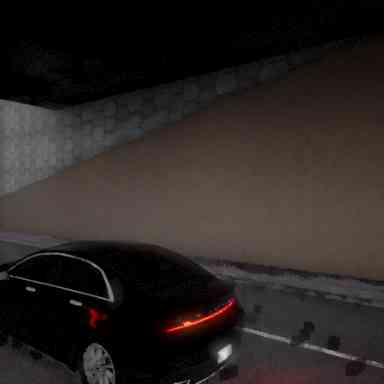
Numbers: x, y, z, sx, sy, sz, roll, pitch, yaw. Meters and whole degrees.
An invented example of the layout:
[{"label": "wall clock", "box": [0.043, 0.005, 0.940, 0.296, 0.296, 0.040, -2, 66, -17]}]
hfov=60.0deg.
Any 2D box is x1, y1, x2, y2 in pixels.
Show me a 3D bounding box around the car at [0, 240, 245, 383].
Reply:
[{"label": "car", "box": [-1.590, 1.505, 5.095, 4.892, 1.490, 1.837, 1, 0, 36]}]
